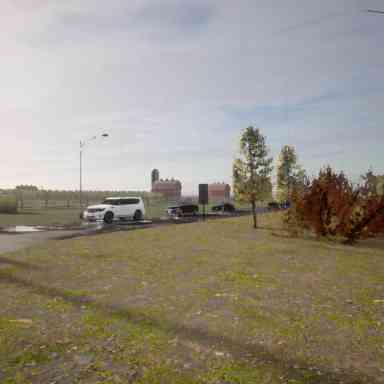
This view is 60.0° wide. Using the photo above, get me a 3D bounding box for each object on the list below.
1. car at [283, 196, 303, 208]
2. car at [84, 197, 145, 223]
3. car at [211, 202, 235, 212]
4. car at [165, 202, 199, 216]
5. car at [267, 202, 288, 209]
[{"bbox_3d":[18.766,1.782,61.646,2.150,2.045,5.566,-1,-1,32],"label":"car"},{"bbox_3d":[-6.386,1.452,28.169,2.150,2.045,5.566,-1,-1,34],"label":"car"},{"bbox_3d":[4.285,1.986,45.201,1.994,1.385,4.181,-1,-1,32],"label":"car"},{"bbox_3d":[-1.053,1.817,36.685,2.128,1.511,4.902,-1,-1,32],"label":"car"},{"bbox_3d":[13.533,1.965,53.123,1.837,1.490,4.892,-1,-1,32],"label":"car"}]
